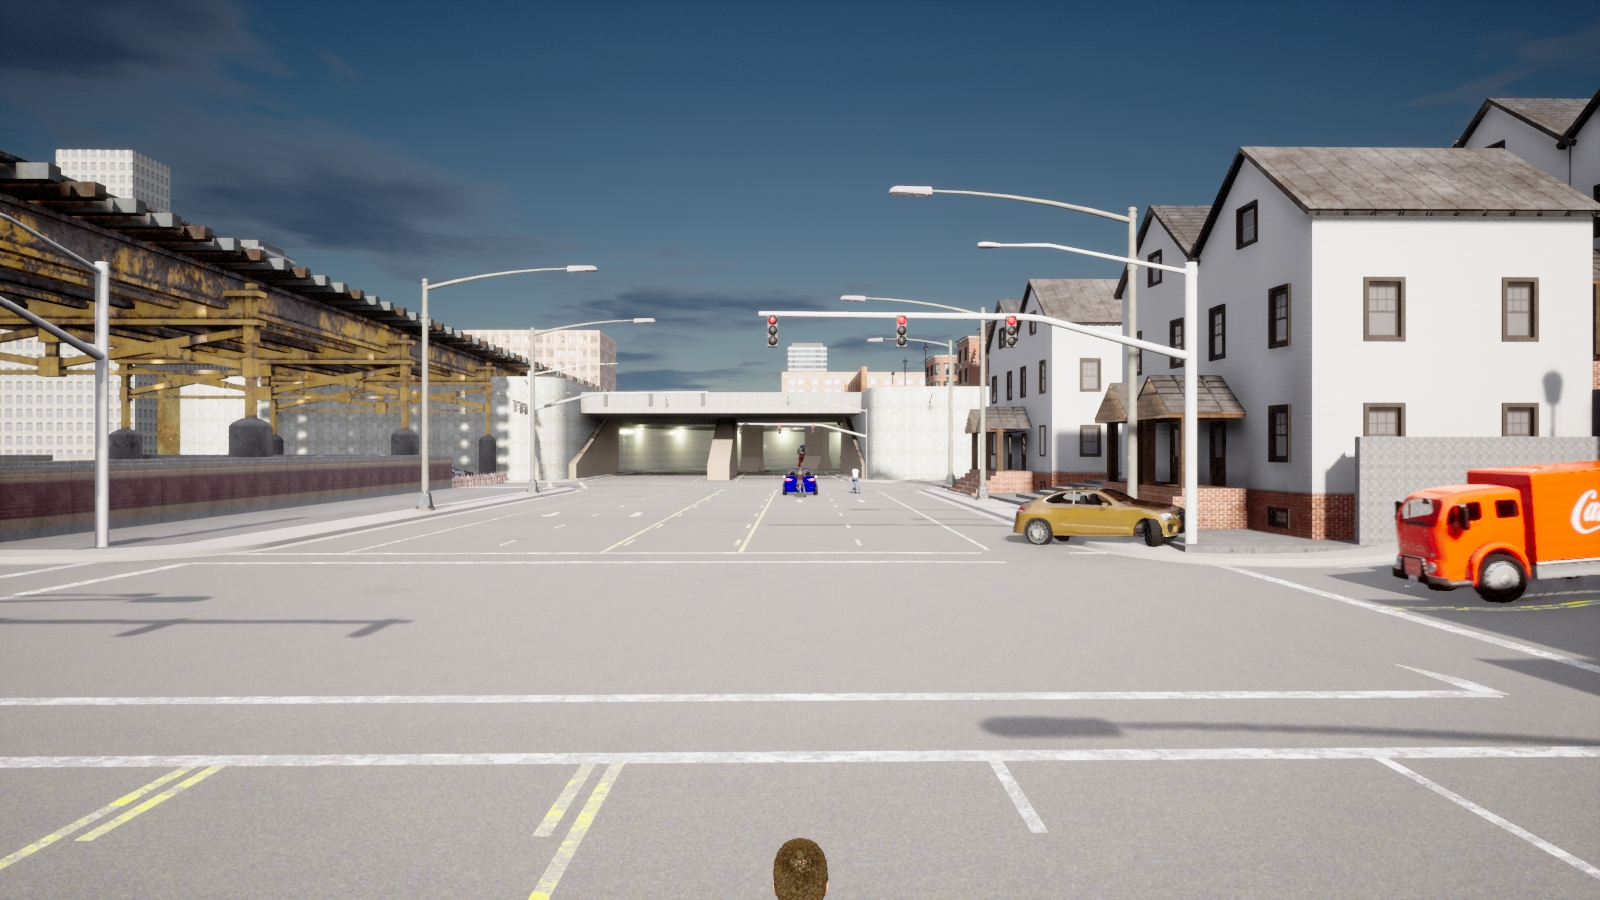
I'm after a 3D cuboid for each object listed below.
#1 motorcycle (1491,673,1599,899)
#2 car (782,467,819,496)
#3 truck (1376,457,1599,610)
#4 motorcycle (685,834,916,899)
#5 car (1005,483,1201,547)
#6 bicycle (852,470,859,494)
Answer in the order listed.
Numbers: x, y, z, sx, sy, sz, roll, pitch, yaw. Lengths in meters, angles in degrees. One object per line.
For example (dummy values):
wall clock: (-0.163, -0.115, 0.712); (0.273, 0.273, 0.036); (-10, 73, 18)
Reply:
motorcycle: (3.504, 1.905, 3.984); (0.764, 1.802, 2.356); (0, 0, 0)
car: (0.007, 1.942, 71.643); (2.242, 1.667, 4.611); (0, 0, 0)
truck: (14.814, 1.559, 22.741); (5.204, 2.467, 2.627); (-4, 1, -1)
motorcycle: (0.002, 2.172, 3.626); (0.803, 1.224, 2.033); (0, 0, 0)
car: (8.816, 1.903, 33.461); (5.027, 1.651, 2.152); (-3, 0, 36)
bicycle: (3.507, 2.018, 72.556); (0.373, 1.521, 1.643); (0, 0, 0)
